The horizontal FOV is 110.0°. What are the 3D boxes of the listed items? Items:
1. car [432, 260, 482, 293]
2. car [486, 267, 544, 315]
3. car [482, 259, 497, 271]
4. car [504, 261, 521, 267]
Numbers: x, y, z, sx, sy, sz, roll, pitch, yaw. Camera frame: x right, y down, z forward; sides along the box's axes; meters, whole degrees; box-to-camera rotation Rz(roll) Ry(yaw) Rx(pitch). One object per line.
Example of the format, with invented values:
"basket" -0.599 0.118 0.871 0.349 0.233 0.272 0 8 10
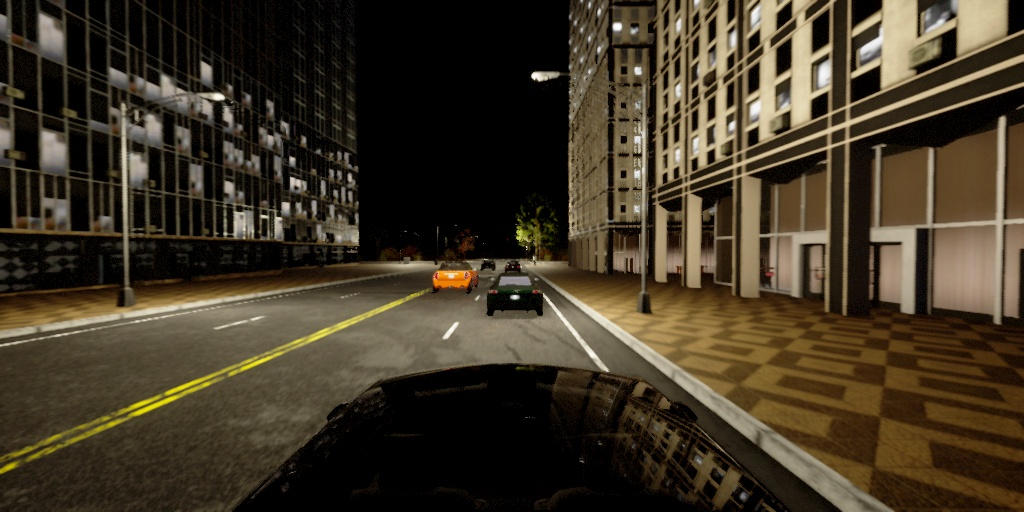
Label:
"car" -3.152 1.083 20.747 2.097 1.767 4.553 0 0 0
"car" 0.098 1.303 13.630 1.994 1.385 4.181 0 0 0
"car" -3.158 1.182 48.526 2.128 1.511 4.902 0 0 0
"car" 0.094 1.250 41.978 2.033 1.411 5.357 0 0 0
